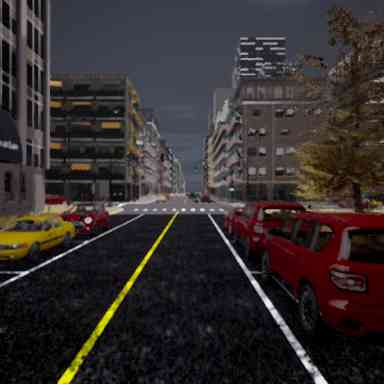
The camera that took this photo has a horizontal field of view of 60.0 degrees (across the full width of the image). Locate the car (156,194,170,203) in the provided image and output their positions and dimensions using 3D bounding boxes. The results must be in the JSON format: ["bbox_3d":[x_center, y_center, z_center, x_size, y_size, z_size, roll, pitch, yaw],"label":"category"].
[{"bbox_3d":[-5.612,1.150,60.914,1.752,1.417,4.829,1,0,0],"label":"car"}]

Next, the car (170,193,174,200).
[{"bbox_3d":[-5.600,1.101,72.131,1.887,1.381,4.507,1,0,0],"label":"car"}]

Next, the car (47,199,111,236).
[{"bbox_3d":[-5.661,1.331,17.558,1.967,1.590,4.097,1,0,0],"label":"car"}]

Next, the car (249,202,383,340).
[{"bbox_3d":[2.708,1.274,6.427,2.192,1.841,5.009,1,0,0],"label":"car"}]

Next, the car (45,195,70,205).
[{"bbox_3d":[-17.203,1.000,41.971,4.507,1.381,1.887,1,-1,0],"label":"car"}]

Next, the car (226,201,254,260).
[{"bbox_3d":[2.714,1.240,11.987,2.192,1.841,5.009,1,0,0],"label":"car"}]

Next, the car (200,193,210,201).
[{"bbox_3d":[2.782,0.996,72.107,1.967,1.590,4.097,1,0,0],"label":"car"}]

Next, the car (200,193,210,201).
[{"bbox_3d":[2.775,1.134,66.583,1.887,1.381,4.507,1,0,0],"label":"car"}]

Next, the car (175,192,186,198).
[{"bbox_3d":[-2.893,0.768,92.887,2.097,1.767,4.553,0,0,0],"label":"car"}]

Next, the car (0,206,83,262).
[{"bbox_3d":[-5.668,1.451,11.829,1.752,1.417,4.829,1,0,0],"label":"car"}]

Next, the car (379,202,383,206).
[{"bbox_3d":[26.316,1.683,50.602,4.829,1.417,1.752,1,-1,0],"label":"car"}]

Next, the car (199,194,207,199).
[{"bbox_3d":[2.793,1.072,83.154,1.802,1.307,4.206,1,0,0],"label":"car"}]

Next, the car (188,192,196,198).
[{"bbox_3d":[0.104,0.942,89.931,1.837,1.490,4.892,0,0,0],"label":"car"}]

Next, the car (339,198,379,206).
[{"bbox_3d":[20.896,1.485,42.254,4.097,1.590,1.967,1,-1,0],"label":"car"}]
